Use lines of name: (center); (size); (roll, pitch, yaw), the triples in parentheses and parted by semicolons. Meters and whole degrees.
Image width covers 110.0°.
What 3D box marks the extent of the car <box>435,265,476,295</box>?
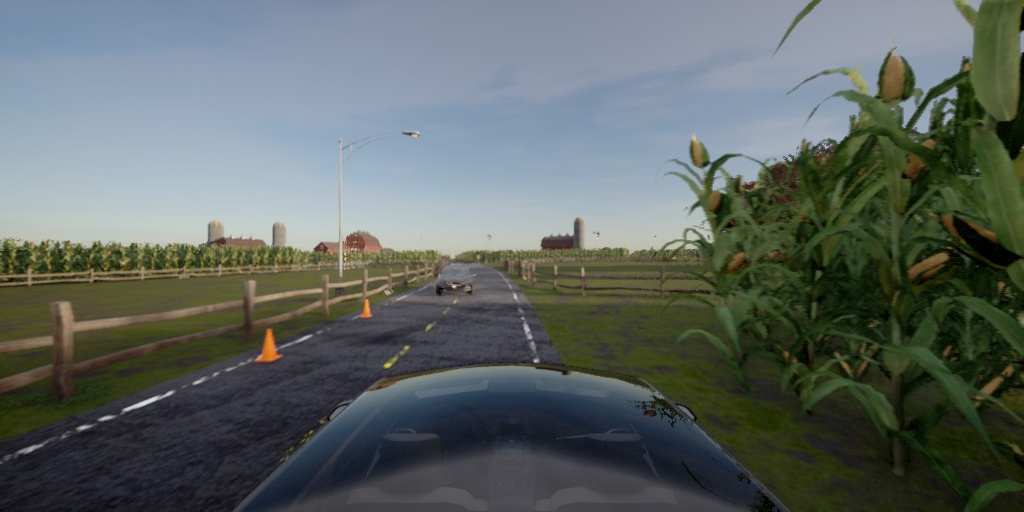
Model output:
car: (-3.104, 1.280, 19.963); (1.837, 1.490, 4.892); (0, -1, -7)

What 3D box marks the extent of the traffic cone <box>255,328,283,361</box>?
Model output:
traffic cone: (-4.763, 1.717, 7.036); (0.340, 0.580, 0.340); (0, 0, -1)

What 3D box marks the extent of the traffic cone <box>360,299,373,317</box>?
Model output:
traffic cone: (-4.864, 1.723, 12.007); (0.340, 0.580, 0.340); (0, 0, -2)
